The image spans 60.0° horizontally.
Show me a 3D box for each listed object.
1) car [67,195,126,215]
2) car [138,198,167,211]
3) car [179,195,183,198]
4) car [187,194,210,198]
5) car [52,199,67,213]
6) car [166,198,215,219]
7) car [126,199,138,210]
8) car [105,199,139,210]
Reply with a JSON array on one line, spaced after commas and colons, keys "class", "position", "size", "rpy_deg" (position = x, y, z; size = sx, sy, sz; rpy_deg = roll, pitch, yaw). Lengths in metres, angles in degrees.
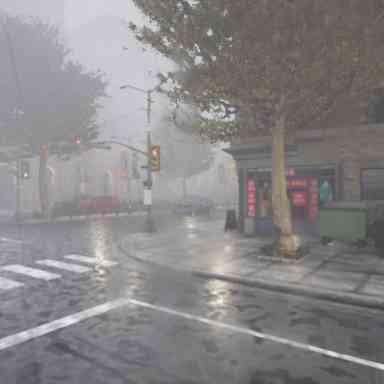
[{"class": "car", "position": [-10.234, 1.367, 36.084], "size": [2.150, 2.045, 5.566], "rpy_deg": [0, 0, 36]}, {"class": "car", "position": [-4.484, 1.671, 44.038], "size": [1.812, 1.442, 4.674], "rpy_deg": [0, 0, 36]}, {"class": "car", "position": [-0.722, 1.384, 55.207], "size": [2.150, 2.045, 5.566], "rpy_deg": [0, 0, 36]}, {"class": "car", "position": [1.462, 1.497, 52.250], "size": [2.097, 1.767, 4.553], "rpy_deg": [0, 0, 36]}, {"class": "car", "position": [-13.072, 1.384, 38.131], "size": [2.150, 2.045, 5.566], "rpy_deg": [0, 0, 36]}, {"class": "car", "position": [0.264, 1.579, 30.649], "size": [2.128, 1.511, 4.902], "rpy_deg": [0, 0, 36]}, {"class": "car", "position": [-6.971, 1.654, 46.571], "size": [2.128, 1.511, 4.902], "rpy_deg": [0, 0, 36]}, {"class": "car", "position": [-9.992, 1.773, 47.774], "size": [1.895, 1.301, 4.718], "rpy_deg": [0, 0, 36]}]
